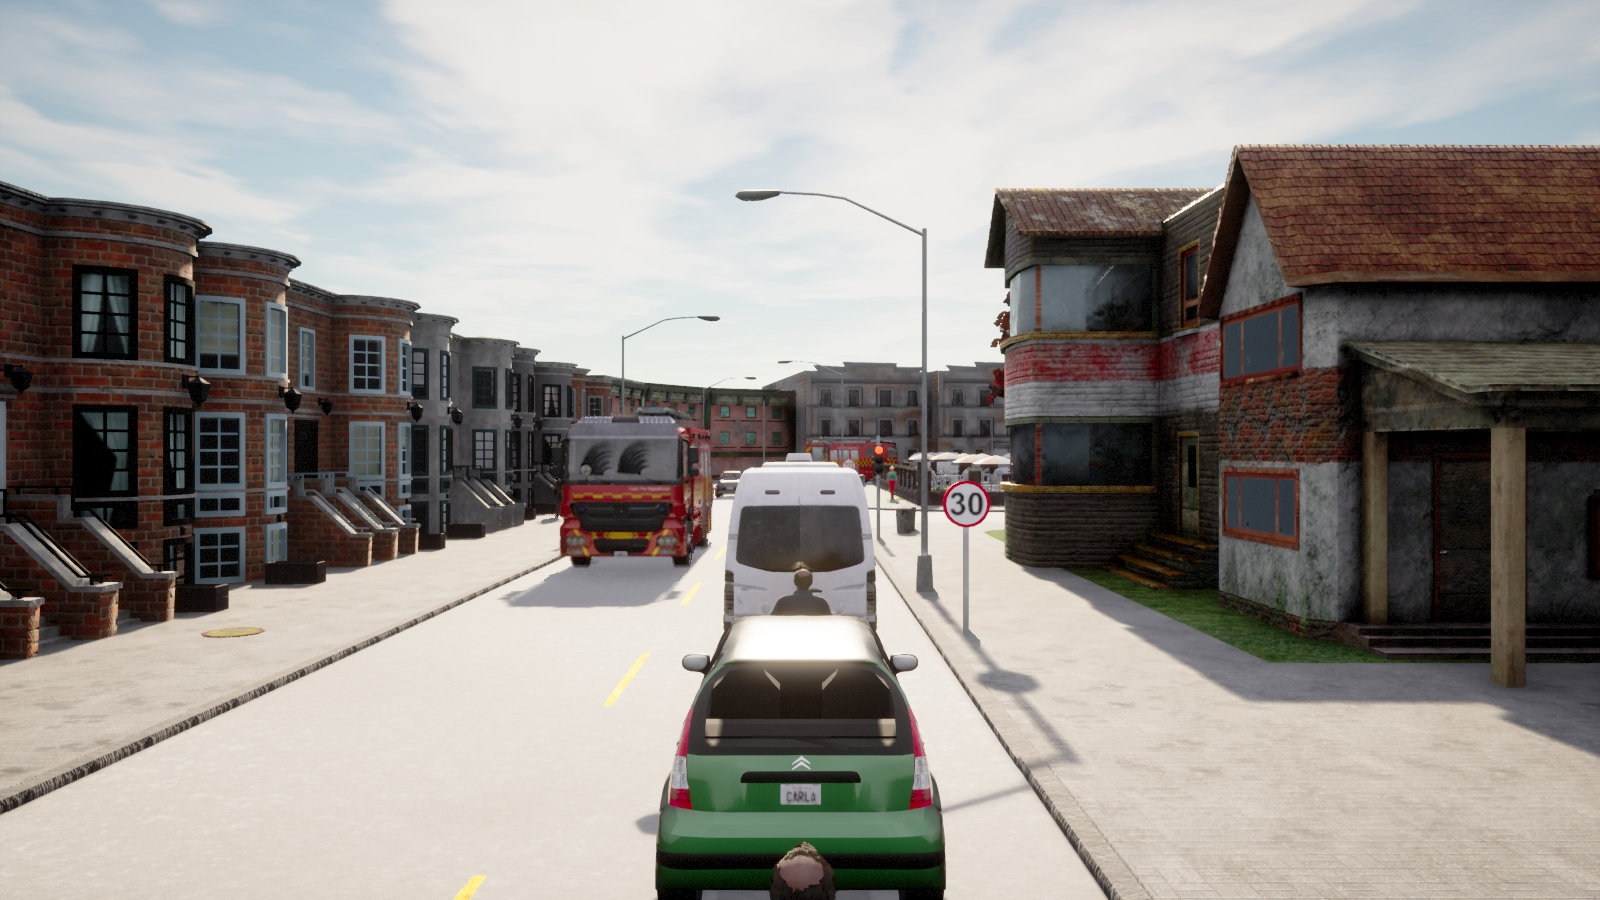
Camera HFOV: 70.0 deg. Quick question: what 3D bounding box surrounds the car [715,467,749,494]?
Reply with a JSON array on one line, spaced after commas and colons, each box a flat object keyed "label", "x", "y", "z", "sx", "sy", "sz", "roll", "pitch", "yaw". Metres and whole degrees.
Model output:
[{"label": "car", "x": -4.014, "y": 1.781, "z": 67.520, "sx": 1.789, "sy": 1.549, "sz": 3.705, "roll": 0, "pitch": 0, "yaw": 0}]

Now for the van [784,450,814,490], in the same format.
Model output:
[{"label": "van", "x": -0.059, "y": 1.286, "z": 76.777, "sx": 1.988, "sy": 2.561, "sz": 5.915, "roll": 0, "pitch": 0, "yaw": 0}]

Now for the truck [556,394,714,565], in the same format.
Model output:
[{"label": "truck", "x": -4.003, "y": 0.659, "z": 29.785, "sx": 2.891, "sy": 3.827, "sz": 8.468, "roll": 0, "pitch": 0, "yaw": 0}]

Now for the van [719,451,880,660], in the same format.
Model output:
[{"label": "van", "x": -0.006, "y": 1.308, "z": 17.043, "sx": 1.988, "sy": 2.561, "sz": 5.915, "roll": 0, "pitch": 0, "yaw": 0}]

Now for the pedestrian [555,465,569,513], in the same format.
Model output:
[{"label": "pedestrian", "x": -9.279, "y": 1.509, "z": 44.533, "sx": 0.375, "sy": 1.860, "sz": 0.375, "roll": 0, "pitch": 0, "yaw": 15}]

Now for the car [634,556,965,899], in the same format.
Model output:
[{"label": "car", "x": -0.003, "y": 1.776, "z": 8.384, "sx": 1.851, "sy": 1.617, "sz": 3.988, "roll": 0, "pitch": 0, "yaw": 0}]

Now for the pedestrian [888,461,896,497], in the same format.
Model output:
[{"label": "pedestrian", "x": 4.769, "y": 1.493, "z": 59.440, "sx": 0.375, "sy": 1.860, "sz": 0.375, "roll": 0, "pitch": 0, "yaw": 0}]
